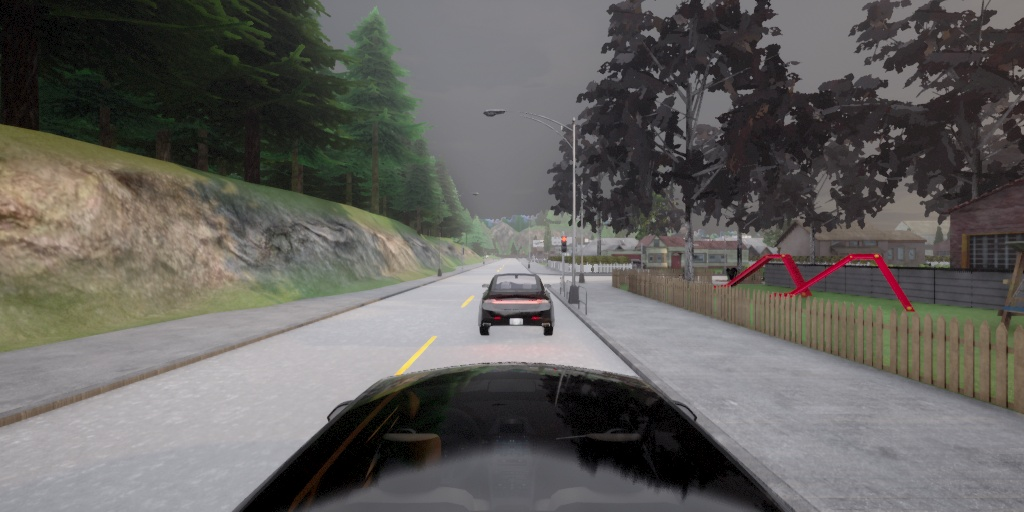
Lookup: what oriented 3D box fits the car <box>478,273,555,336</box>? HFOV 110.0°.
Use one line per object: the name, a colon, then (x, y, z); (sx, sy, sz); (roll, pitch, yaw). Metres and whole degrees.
car: (0.128, 1.242, 10.383); (2.128, 1.511, 4.902); (0, 0, 1)
